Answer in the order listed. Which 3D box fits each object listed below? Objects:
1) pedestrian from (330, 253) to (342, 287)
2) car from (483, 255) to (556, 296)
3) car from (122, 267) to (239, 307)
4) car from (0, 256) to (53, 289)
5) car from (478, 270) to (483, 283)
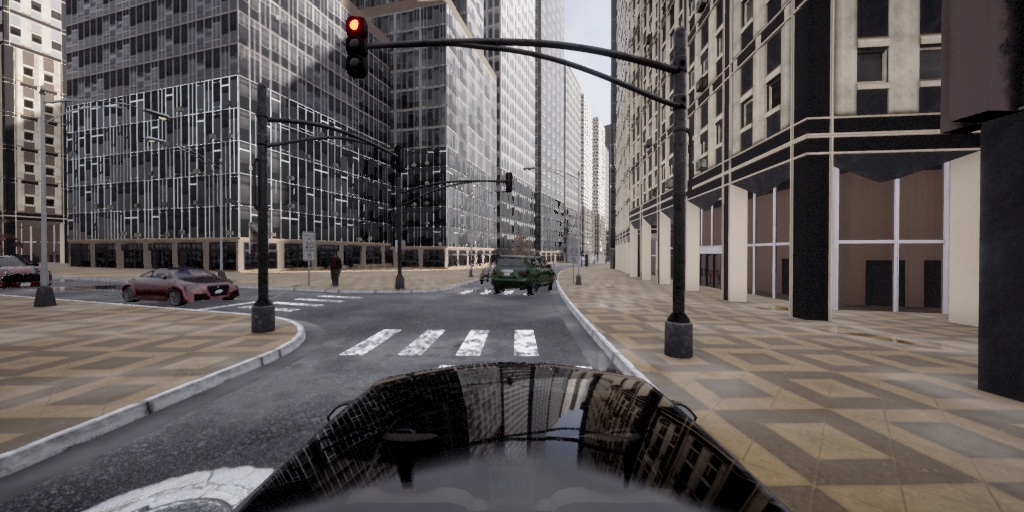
[{"bbox_3d":[-9.580,0.716,19.426,0.375,1.860,0.375,0,0,16],"label":"pedestrian"},{"bbox_3d":[0.770,0.986,19.922,2.150,2.045,5.566,1,0,23],"label":"car"},{"bbox_3d":[-13.226,1.160,14.384,4.181,1.385,1.994,1,1,16],"label":"car"},{"bbox_3d":[-25.701,0.771,17.993,4.553,1.767,2.097,1,1,16],"label":"car"},{"bbox_3d":[-1.224,1.331,28.096,2.033,1.411,5.357,0,0,7],"label":"car"}]
